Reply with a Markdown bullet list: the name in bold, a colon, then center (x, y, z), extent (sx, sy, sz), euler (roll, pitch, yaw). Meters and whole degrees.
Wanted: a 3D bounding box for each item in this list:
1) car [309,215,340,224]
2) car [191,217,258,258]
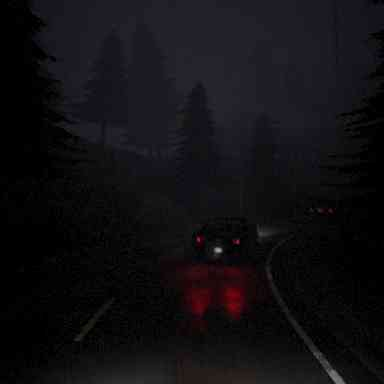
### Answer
- **car**: center (11.038, 1.401, 25.482), extent (4.553, 1.767, 2.097), euler (0, 0, -36)
- **car**: center (1.483, 1.626, 13.071), extent (1.895, 1.301, 4.718), euler (0, 0, 16)
